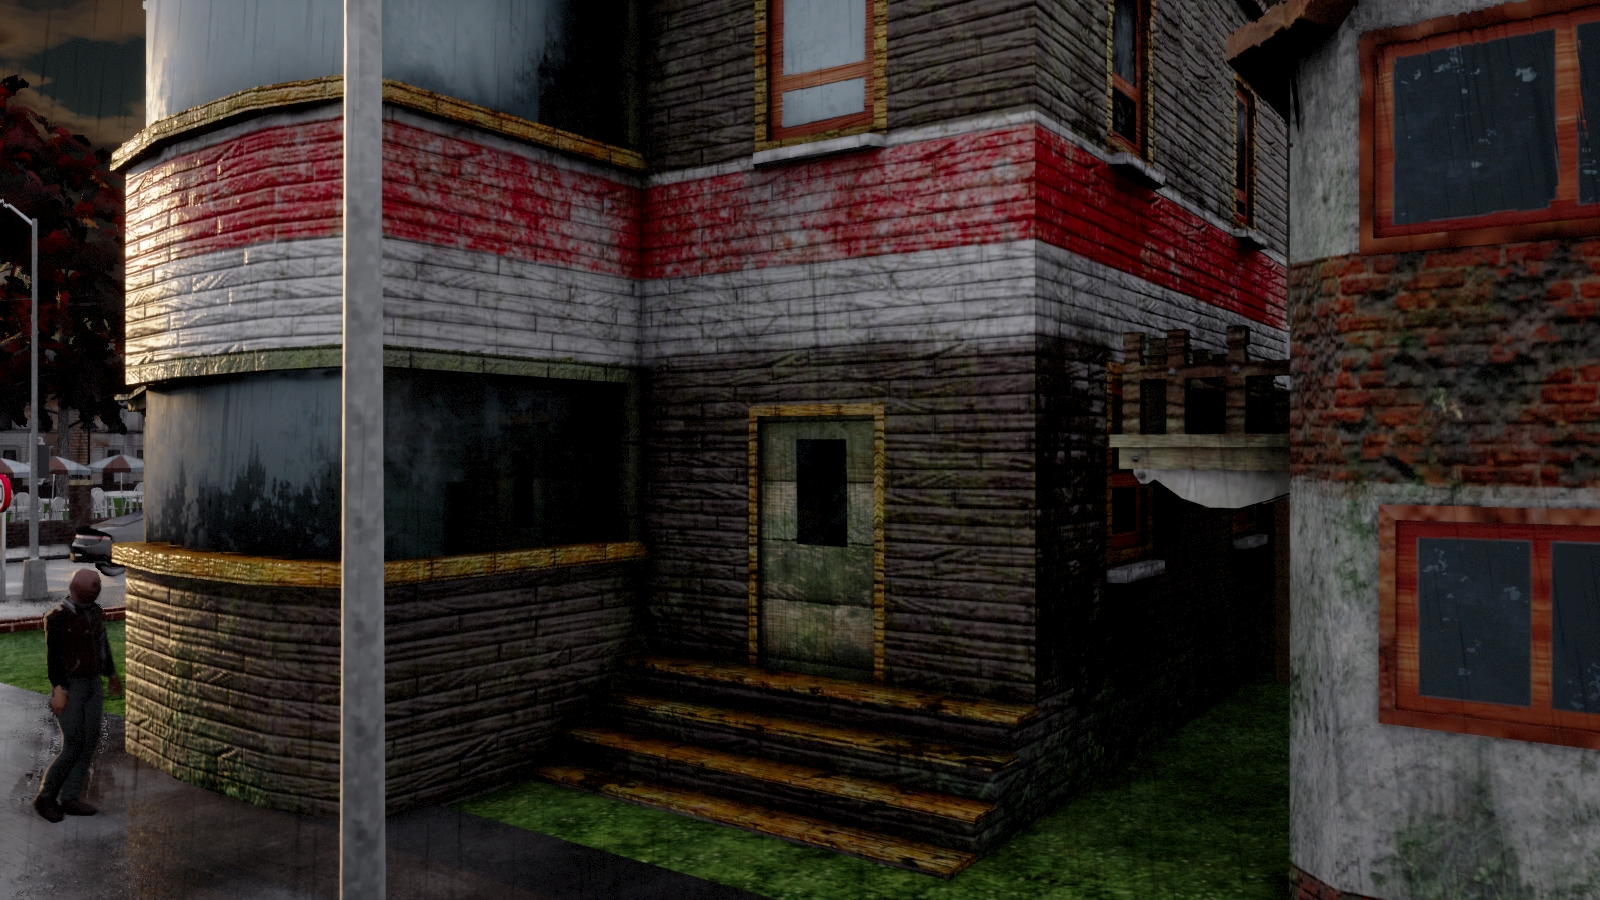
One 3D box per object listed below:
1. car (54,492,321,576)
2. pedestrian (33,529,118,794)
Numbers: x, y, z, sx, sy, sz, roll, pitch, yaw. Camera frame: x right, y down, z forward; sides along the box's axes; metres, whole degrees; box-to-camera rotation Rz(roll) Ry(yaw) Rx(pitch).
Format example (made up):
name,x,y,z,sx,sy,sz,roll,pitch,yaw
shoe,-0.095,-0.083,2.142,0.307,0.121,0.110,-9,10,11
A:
name,x,y,z,sx,sy,sz,roll,pitch,yaw
car,-13.748,1.817,25.958,2.128,1.511,4.902,0,0,34
pedestrian,-5.281,1.522,8.339,0.375,1.860,0.375,0,0,6
